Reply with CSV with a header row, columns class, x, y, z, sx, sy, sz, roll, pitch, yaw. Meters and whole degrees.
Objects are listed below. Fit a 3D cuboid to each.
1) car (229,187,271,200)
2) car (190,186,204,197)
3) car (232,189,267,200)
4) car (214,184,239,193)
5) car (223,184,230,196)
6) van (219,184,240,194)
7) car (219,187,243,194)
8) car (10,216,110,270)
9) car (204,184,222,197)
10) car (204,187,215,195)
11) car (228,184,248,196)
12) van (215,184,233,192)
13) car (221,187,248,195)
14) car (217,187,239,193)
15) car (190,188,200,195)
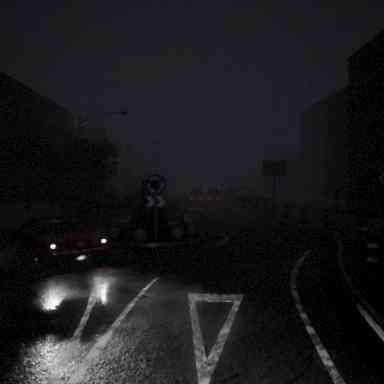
class,x,y,z,sx,sy,sz,roll,pitch,yaw
car,8.226,0.442,46.091,5.366,1.575,1.946,0,2,0
car,0.731,-0.153,59.321,2.097,1.767,4.553,0,2,0
car,8.396,0.381,48.849,4.674,1.452,2.002,0,2,0
car,8.151,-0.825,79.145,5.566,2.045,2.435,0,1,0
car,8.383,-0.109,54.346,5.566,2.045,2.435,0,2,0
van,8.335,-0.663,73.511,4.442,1.987,1.878,0,1,0
car,8.244,-0.368,70.883,5.008,1.535,2.097,0,1,0
car,-4.535,1.521,11.046,1.895,1.301,4.718,-1,1,-40
car,3.731,-0.145,59.088,2.097,1.767,4.553,0,2,0
car,3.609,-0.297,69.292,1.837,1.490,4.892,0,2,0
car,8.341,0.114,51.597,4.553,1.767,2.185,0,2,0
van,8.025,-0.919,84.655,4.442,1.987,1.878,0,1,0
car,8.283,-0.211,65.374,4.892,1.521,2.231,0,2,0
car,8.202,-0.468,76.394,4.674,1.452,2.002,0,1,0
car,0.609,-0.204,69.303,1.895,1.301,4.718,0,2,0
